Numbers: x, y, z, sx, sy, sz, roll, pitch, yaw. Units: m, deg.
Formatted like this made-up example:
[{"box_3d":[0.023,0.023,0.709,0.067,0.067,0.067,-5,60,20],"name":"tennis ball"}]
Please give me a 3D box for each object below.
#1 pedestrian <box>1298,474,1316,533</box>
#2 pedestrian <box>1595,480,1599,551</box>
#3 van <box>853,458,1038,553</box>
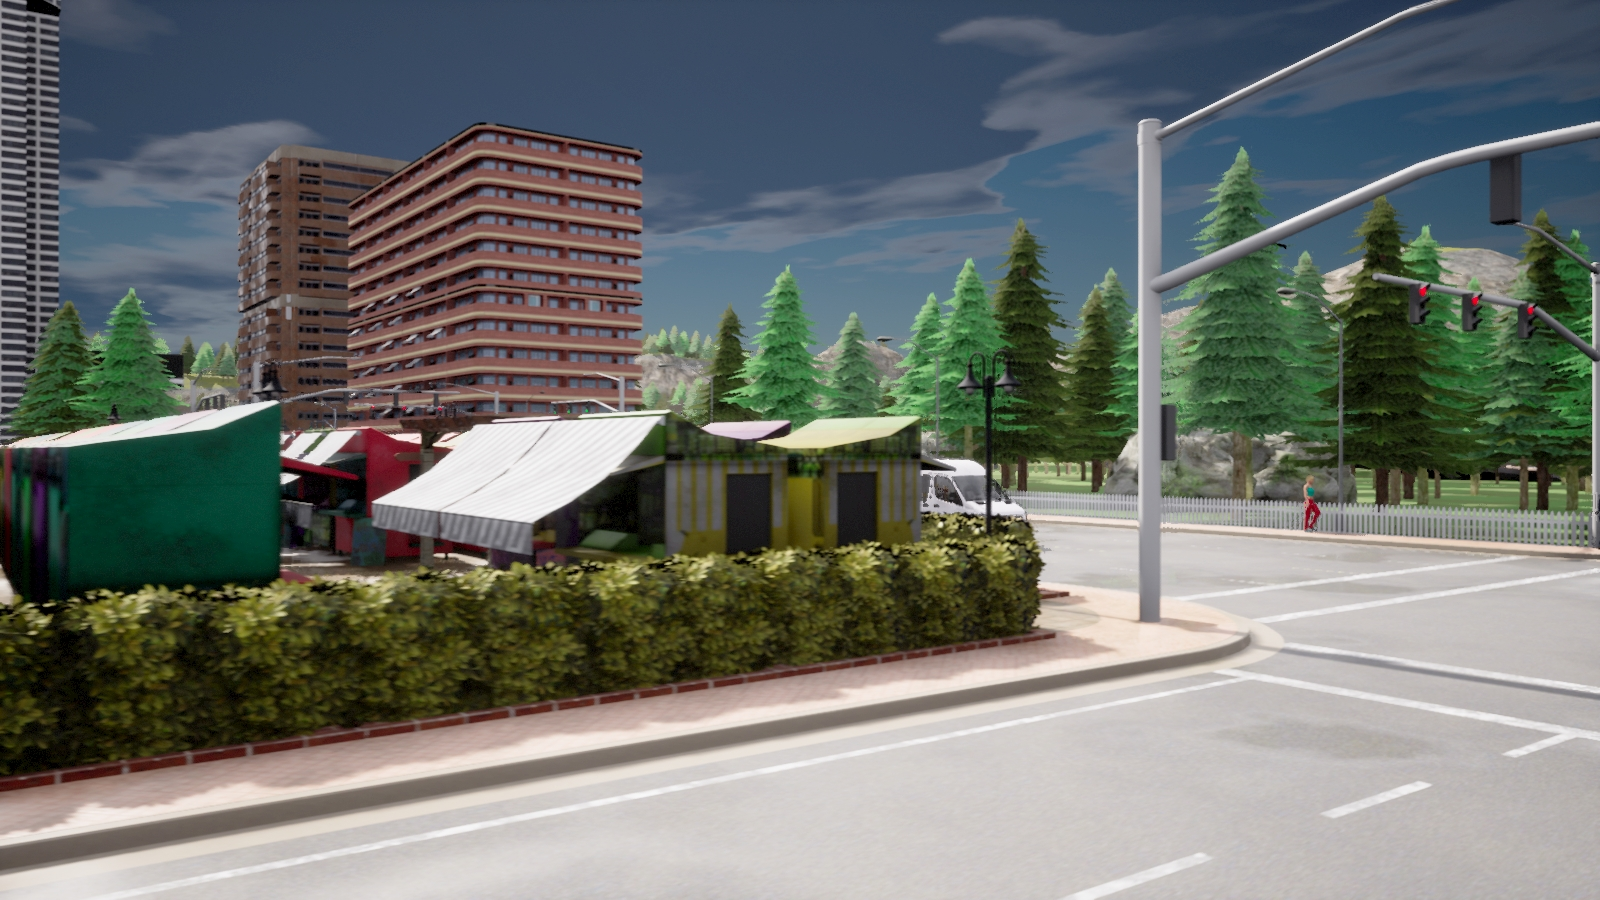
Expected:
[{"box_3d":[16.283,1.712,36.708,0.375,1.860,0.375,0,0,-37],"name":"pedestrian"},{"box_3d":[21.143,1.712,30.031,0.375,1.860,0.375,0,0,41],"name":"pedestrian"},{"box_3d":[4.255,1.545,34.454,1.988,2.561,5.915,0,0,-37],"name":"van"}]
